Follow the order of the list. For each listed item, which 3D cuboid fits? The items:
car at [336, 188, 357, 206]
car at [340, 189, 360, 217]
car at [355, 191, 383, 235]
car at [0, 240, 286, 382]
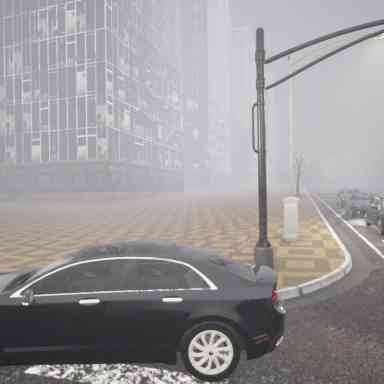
[{"bbox_3d":[12.799,0.454,26.897,2.128,1.511,4.902,-1,2,18],"label":"car"},{"bbox_3d":[10.849,0.759,20.819,1.994,1.385,4.181,-1,2,17],"label":"car"},{"bbox_3d":[8.846,0.928,14.510,2.128,1.511,4.902,-1,2,18],"label":"car"},{"bbox_3d":[-1.173,1.505,4.800,4.892,1.490,1.837,0,0,0],"label":"car"}]
